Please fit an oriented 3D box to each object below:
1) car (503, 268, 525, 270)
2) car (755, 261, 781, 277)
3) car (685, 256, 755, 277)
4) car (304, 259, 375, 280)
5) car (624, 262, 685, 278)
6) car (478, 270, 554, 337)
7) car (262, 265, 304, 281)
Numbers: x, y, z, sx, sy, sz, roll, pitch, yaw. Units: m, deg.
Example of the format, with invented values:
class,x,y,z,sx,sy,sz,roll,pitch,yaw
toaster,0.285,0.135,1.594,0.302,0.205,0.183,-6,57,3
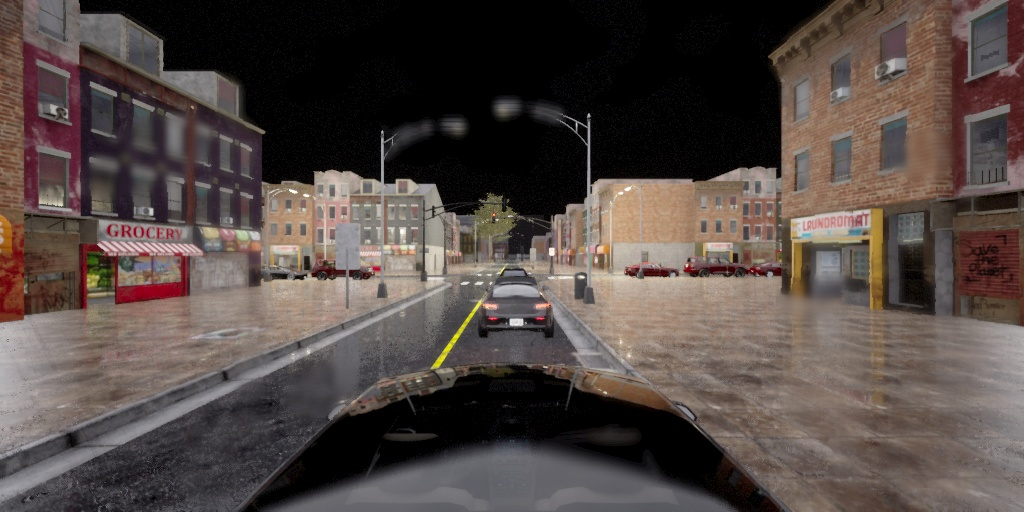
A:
class,x,y,z,sx,sy,sz,roll,pitch,yaw
car,0.104,1.322,18.887,1.994,1.385,4.181,0,0,0
car,22.822,1.142,30.758,4.507,1.381,1.888,0,0,0
car,17.388,0.948,30.750,5.009,1.841,2.192,0,0,0
car,-14.454,1.180,30.701,5.009,1.841,2.192,0,0,0
car,11.954,1.217,30.741,4.507,1.381,1.888,0,0,0
car,0.099,1.278,10.127,1.812,1.442,4.674,0,0,0
car,-19.880,1.473,30.693,4.313,1.339,1.948,0,0,0
